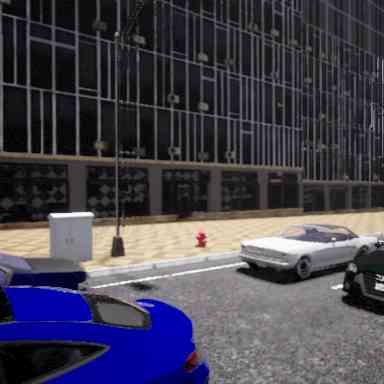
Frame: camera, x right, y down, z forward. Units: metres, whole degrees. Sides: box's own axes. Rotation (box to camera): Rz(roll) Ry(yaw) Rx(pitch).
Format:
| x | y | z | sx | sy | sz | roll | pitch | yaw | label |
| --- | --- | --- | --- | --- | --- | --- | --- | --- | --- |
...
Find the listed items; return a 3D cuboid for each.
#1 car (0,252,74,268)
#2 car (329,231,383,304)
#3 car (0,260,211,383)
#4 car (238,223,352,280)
| x | y | z | sx | sy | sz | roll | pitch | yaw | label |
| --- | --- | --- | --- | --- | --- | --- | --- | --- | --- |
| -4.173 | 1.541 | 4.682 | 5.357 | 1.411 | 2.033 | 1 | 0 | -35 | car |
| 5.227 | 1.631 | 7.378 | 4.181 | 1.385 | 1.994 | 1 | 0 | -35 | car |
| -1.990 | 1.522 | 2.254 | 4.674 | 1.442 | 1.812 | 1 | 0 | -35 | car |
| 3.673 | 1.671 | 10.269 | 4.718 | 1.301 | 1.895 | 1 | 0 | -35 | car |
